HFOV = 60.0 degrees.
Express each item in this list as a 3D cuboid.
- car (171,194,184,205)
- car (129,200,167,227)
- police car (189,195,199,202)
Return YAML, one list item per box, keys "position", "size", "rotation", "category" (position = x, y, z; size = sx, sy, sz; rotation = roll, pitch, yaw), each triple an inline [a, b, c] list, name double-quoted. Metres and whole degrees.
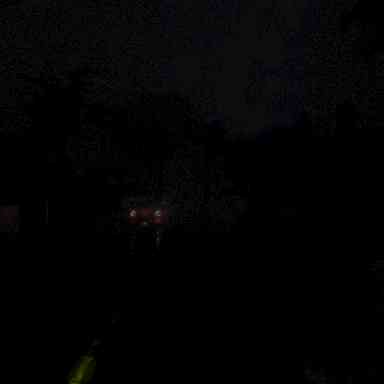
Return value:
- position: [-2.797, 1.376, 63.958]
  size: [2.150, 2.045, 5.566]
  rotation: [0, 0, 0]
  category: "car"
- position: [-2.858, 1.336, 22.448]
  size: [2.097, 1.767, 4.553]
  rotation: [0, 0, 0]
  category: "car"
- position: [0.786, 1.760, 88.773]
  size: [1.930, 1.638, 5.238]
  rotation: [0, 0, 0]
  category: "police car"
